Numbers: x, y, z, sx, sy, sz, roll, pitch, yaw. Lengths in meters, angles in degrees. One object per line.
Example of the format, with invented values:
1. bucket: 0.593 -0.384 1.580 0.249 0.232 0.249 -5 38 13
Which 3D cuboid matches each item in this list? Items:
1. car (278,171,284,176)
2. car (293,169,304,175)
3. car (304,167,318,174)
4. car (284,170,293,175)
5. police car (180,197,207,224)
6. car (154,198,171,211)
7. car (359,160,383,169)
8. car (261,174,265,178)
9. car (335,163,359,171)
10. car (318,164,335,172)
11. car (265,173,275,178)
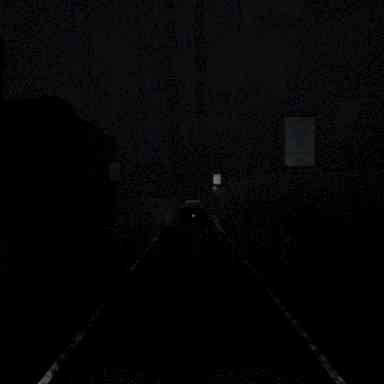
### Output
1. car: 21.758 -4.063 76.151 2.231 1.521 4.892 0 1 -1
2. car: 22.116 -3.846 65.091 2.002 1.452 4.674 0 1 -2
3. car: 22.466 -3.783 59.554 2.097 1.535 5.008 0 1 -4
4. car: 21.885 -3.984 70.633 2.231 1.521 4.892 0 1 -1
5. police car: 0.102 1.413 25.096 1.930 1.638 5.238 0 0 0
6. car: -3.593 1.518 41.205 1.812 1.442 4.674 0 0 0
7. car: 24.251 -3.433 42.884 2.002 1.452 4.674 0 1 -7
8. car: 21.406 -4.222 92.581 2.002 1.452 4.674 0 1 -1
9. car: 23.551 -3.546 48.358 2.163 1.488 4.792 0 1 -6
10. car: 22.933 -3.807 54.049 2.185 1.767 4.553 0 1 -5
11. car: 21.524 -4.322 87.088 2.185 1.767 4.553 0 1 -1
